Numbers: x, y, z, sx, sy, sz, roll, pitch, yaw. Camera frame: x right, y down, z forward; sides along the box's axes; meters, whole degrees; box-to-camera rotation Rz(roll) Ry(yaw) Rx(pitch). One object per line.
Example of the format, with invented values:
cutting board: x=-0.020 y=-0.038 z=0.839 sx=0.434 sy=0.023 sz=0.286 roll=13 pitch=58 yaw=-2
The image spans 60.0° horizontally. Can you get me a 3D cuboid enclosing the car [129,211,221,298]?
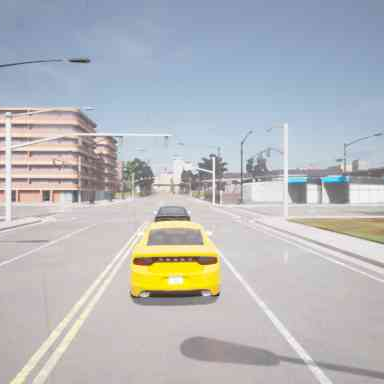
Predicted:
car: x=-0.437 y=1.478 z=8.594 sx=1.882 sy=1.535 sz=5.008 roll=0 pitch=0 yaw=-3

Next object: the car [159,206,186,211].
car: x=-1.068 y=1.478 z=18.154 sx=1.882 sy=1.535 sz=5.008 roll=0 pitch=0 yaw=-4
